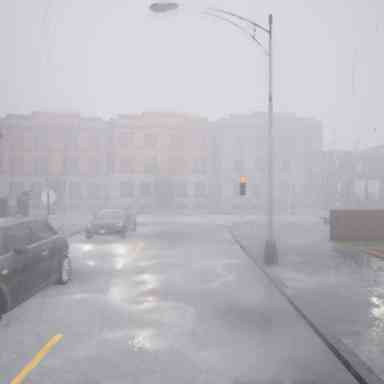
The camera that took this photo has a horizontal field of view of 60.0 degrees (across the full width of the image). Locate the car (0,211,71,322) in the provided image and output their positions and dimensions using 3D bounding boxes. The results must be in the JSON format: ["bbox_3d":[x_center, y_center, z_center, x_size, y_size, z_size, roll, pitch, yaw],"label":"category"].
[{"bbox_3d":[-4.081,1.342,6.447,2.097,1.767,4.553,0,0,0],"label":"car"}]

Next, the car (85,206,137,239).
[{"bbox_3d":[-3.997,1.497,17.180,1.812,1.442,4.674,0,0,0],"label":"car"}]
